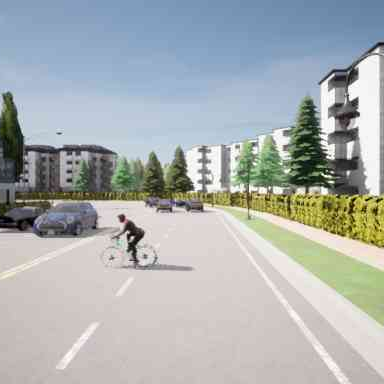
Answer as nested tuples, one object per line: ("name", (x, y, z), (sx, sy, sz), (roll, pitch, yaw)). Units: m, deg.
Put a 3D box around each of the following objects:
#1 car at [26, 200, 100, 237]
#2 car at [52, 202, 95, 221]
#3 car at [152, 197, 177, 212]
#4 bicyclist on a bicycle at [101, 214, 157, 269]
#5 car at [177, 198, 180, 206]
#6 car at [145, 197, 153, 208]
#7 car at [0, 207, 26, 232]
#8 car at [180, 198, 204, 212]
("car", (-6.648, 1.352, 18.085), (2.097, 1.767, 4.553), (0, 0, 2))
("car", (-9.807, 1.564, 27.885), (1.994, 1.385, 4.181), (0, 0, 1))
("car", (-3.217, 1.547, 38.221), (2.033, 1.411, 5.357), (0, 0, -6))
("bicyclist on a bicycle", (-1.861, 1.454, 9.708), (1.656, 1.620, 0.582), (-2, 0, 2))
("car", (-1.959, 1.601, 48.838), (1.895, 1.301, 4.718), (0, 0, -19))
("car", (-5.612, 1.491, 48.574), (2.128, 1.511, 4.902), (0, 0, -20))
("car", (-10.130, 1.601, 20.034), (1.895, 1.301, 4.718), (0, 0, 1))
("car", (0.191, 1.491, 38.793), (2.128, 1.511, 4.902), (0, 0, -6))
